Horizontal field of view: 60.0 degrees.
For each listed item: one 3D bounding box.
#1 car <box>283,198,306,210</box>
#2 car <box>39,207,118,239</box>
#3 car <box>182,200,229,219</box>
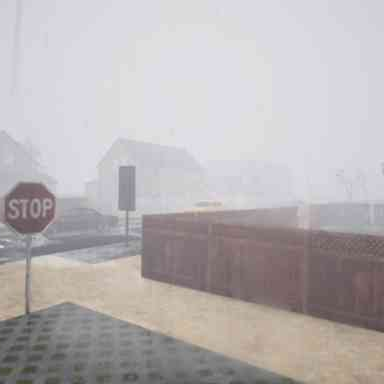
[{"bbox_3d":[13.729,1.573,44.372,2.128,1.511,4.902,1,0,36],"label":"car"},{"bbox_3d":[-6.115,1.459,16.729,1.895,1.301,4.718,1,0,37],"label":"car"},{"bbox_3d":[1.193,1.412,26.906,1.882,1.535,5.008,1,1,35],"label":"car"}]
